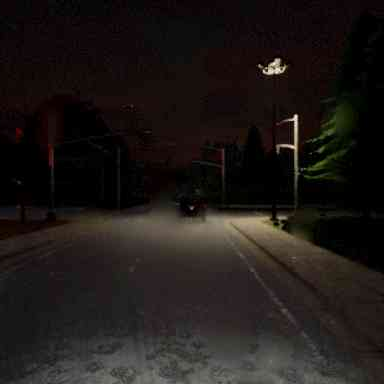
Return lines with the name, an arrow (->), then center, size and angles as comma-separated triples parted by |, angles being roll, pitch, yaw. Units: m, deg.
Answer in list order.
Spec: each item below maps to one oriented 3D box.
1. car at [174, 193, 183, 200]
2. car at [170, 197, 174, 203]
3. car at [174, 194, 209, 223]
car -> -3.494, 1.089, 85.429 | 2.097, 1.767, 4.553 | 0, 0, 0
car -> -3.495, 1.650, 69.961 | 1.994, 1.385, 4.181 | 0, 0, 0
car -> 0.115, 1.252, 26.389 | 2.150, 2.045, 5.566 | 0, 0, 3
